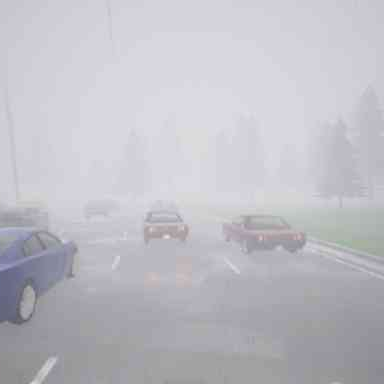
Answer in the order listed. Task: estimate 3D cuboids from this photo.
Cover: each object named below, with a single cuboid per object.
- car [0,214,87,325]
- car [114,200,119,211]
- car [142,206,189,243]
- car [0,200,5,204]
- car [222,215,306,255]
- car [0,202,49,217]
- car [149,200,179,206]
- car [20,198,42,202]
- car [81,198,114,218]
[{"bbox_3d":[-3.869,1.478,7.079,1.882,1.535,5.008,0,0,-4],"label":"car"},{"bbox_3d":[-10.163,1.454,39.327,1.812,1.442,4.674,0,0,-36],"label":"car"},{"bbox_3d":[-1.431,1.553,15.914,1.895,1.301,4.718,0,0,-10],"label":"car"},{"bbox_3d":[-22.089,1.543,37.323,1.812,1.442,4.674,0,0,-44],"label":"car"},{"bbox_3d":[2.545,1.536,13.081,1.895,1.301,4.718,0,0,-8],"label":"car"},{"bbox_3d":[-8.925,1.502,17.620,1.837,1.490,4.892,0,0,-11],"label":"car"},{"bbox_3d":[-3.042,1.498,34.449,1.895,1.301,4.718,0,0,-24],"label":"car"},{"bbox_3d":[-18.853,1.467,38.953,1.882,1.535,5.008,0,0,-42],"label":"car"},{"bbox_3d":[-8.825,1.500,30.047,2.033,1.411,5.357,0,0,-24],"label":"car"}]
